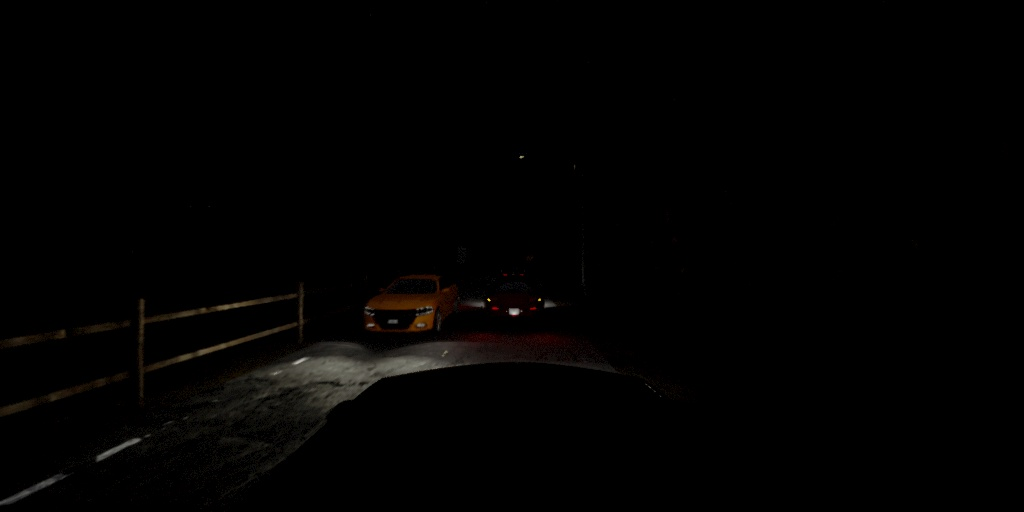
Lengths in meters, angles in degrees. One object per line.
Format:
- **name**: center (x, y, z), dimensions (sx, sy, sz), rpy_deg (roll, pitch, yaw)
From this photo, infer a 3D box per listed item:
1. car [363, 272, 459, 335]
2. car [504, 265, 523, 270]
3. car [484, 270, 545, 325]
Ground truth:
- **car**: center (-2.852, 1.310, 11.087), dimensions (1.882, 1.535, 5.008), rpy_deg (0, 0, 0)
- **car**: center (0.093, 1.418, 28.419), dimensions (2.033, 1.411, 5.357), rpy_deg (0, 0, 0)
- **car**: center (0.082, 1.365, 12.160), dimensions (1.812, 1.442, 4.674), rpy_deg (0, 0, 1)
